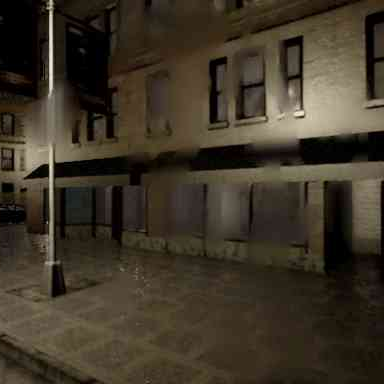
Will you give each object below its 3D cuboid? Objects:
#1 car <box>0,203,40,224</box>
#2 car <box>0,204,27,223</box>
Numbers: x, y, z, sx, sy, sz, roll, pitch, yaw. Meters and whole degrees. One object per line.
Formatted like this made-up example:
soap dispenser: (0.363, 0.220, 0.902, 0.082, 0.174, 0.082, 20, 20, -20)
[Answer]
car: (-14.143, 1.630, 25.350, 1.994, 1.385, 4.181, 0, 0, 36)
car: (-12.726, 1.543, 22.681, 2.128, 1.511, 4.902, -1, 0, 38)
